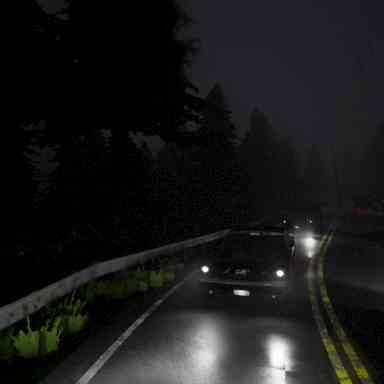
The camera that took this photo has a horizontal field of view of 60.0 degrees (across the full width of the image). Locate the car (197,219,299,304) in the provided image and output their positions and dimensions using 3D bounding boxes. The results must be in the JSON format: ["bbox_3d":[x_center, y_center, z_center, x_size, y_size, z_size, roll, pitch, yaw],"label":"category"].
[{"bbox_3d":[1.620,1.599,8.435,1.895,1.301,4.718,-1,0,18],"label":"car"}]

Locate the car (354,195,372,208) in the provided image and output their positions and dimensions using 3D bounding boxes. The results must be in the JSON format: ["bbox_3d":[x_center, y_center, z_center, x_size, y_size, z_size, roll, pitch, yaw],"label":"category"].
[{"bbox_3d":[20.745,1.059,40.203,2.128,1.511,4.902,-2,0,28],"label":"car"}]

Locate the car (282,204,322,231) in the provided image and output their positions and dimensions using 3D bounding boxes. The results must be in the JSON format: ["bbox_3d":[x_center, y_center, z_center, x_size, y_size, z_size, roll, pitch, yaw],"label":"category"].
[{"bbox_3d":[6.734,1.461,20.062,2.033,1.411,5.357,-2,0,26],"label":"car"}]
